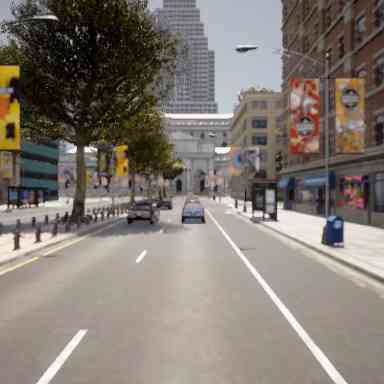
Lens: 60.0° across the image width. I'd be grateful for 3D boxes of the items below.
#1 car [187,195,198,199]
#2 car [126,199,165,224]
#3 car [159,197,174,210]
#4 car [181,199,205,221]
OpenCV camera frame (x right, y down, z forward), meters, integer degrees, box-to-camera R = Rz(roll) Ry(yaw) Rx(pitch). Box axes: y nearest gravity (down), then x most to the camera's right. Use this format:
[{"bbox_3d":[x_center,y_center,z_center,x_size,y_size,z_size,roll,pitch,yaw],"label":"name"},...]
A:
[{"bbox_3d":[0.068,1.299,43.006,2.097,1.767,4.553,0,0,0],"label":"car"},{"bbox_3d":[-3.470,1.518,24.385,2.033,1.411,5.357,0,0,1],"label":"car"},{"bbox_3d":[-3.432,1.453,42.624,1.837,1.490,4.892,0,0,0],"label":"car"},{"bbox_3d":[0.087,1.515,26.395,2.033,1.411,5.357,0,0,0],"label":"car"}]
